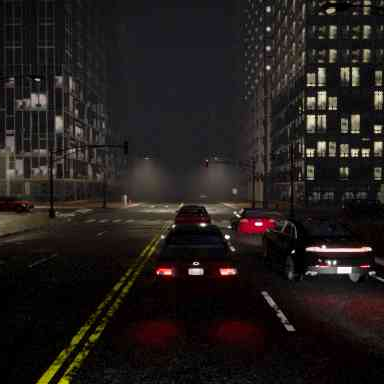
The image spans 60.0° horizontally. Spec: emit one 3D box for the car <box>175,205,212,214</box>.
[{"bbox_3d":[0.066,1.468,18.576,1.882,1.535,5.008,0,0,1],"label":"car"}]

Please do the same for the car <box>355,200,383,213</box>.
[{"bbox_3d":[21.730,1.642,38.516,4.829,1.417,1.752,1,0,1],"label":"car"}]

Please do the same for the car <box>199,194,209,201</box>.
[{"bbox_3d":[3.080,1.513,81.425,1.895,1.301,4.718,0,0,0],"label":"car"}]

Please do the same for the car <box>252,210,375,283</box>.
[{"bbox_3d":[3.328,1.487,9.669,2.128,1.511,4.902,0,0,0],"label":"car"}]

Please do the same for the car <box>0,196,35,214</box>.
[{"bbox_3d":[-18.278,1.206,33.292,4.553,1.767,2.097,1,1,1],"label":"car"}]

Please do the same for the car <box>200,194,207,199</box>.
[{"bbox_3d":[3.058,1.266,91.397,1.812,1.442,4.674,0,0,0],"label":"car"}]

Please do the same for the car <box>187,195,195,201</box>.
[{"bbox_3d":[-0.174,1.519,82.767,1.895,1.301,4.718,0,0,0],"label":"car"}]

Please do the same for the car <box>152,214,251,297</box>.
[{"bbox_3d":[0.083,1.544,8.755,2.033,1.411,5.357,0,0,0],"label":"car"}]

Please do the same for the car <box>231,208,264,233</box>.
[{"bbox_3d":[3.311,1.554,18.470,1.994,1.385,4.181,0,0,0],"label":"car"}]

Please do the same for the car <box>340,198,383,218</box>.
[{"bbox_3d":[16.138,1.519,30.217,5.009,1.841,2.192,1,0,1],"label":"car"}]

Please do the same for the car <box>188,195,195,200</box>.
[{"bbox_3d":[-0.195,1.459,92.857,1.994,1.385,4.181,0,0,0],"label":"car"}]
